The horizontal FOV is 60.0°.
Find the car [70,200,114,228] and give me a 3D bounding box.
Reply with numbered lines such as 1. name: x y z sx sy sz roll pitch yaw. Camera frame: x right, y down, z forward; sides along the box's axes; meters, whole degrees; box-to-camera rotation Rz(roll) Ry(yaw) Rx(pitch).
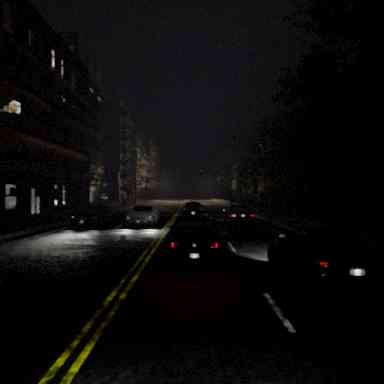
1. car: -6.587 1.525 22.340 2.128 1.511 4.902 0 0 0

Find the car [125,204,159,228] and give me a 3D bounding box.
1. car: -3.334 1.558 22.847 1.812 1.442 4.674 0 0 0

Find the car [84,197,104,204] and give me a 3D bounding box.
1. car: -22.749 1.975 77.503 4.206 1.307 1.802 -1 1 -1

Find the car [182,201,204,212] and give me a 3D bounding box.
1. car: 0.105 1.569 29.914 1.812 1.442 4.674 0 0 0

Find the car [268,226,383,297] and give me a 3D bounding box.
1. car: 3.319 1.575 8.651 1.994 1.385 4.181 0 0 0

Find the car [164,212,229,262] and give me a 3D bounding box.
1. car: 0.089 1.618 12.171 1.895 1.301 4.718 0 0 0

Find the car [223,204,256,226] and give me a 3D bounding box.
1. car: 3.330 1.582 23.962 2.033 1.411 5.357 0 0 1
